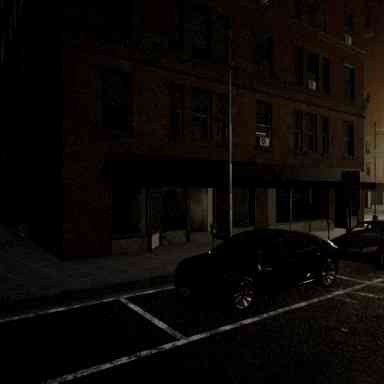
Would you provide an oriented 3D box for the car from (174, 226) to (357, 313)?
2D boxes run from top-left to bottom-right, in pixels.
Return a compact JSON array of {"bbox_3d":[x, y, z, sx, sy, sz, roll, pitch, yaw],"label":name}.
[{"bbox_3d":[1.648,1.566,7.693,4.313,1.339,1.947,0,0,-35],"label":"car"}]

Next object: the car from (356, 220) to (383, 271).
[{"bbox_3d":[6.135,1.582,10.876,4.206,1.307,1.802,0,0,-35],"label":"car"}]
